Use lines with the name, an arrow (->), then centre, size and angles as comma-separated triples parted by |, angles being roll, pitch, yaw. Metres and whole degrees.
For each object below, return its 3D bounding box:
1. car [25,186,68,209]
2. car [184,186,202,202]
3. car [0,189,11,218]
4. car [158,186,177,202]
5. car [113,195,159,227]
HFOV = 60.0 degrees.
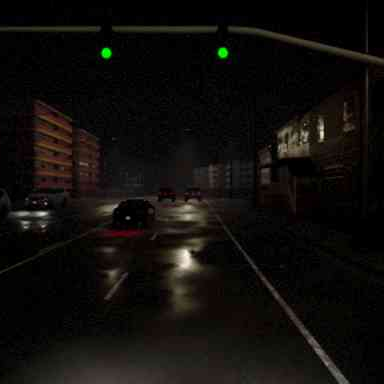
car -> -13.892, 0.506, 32.114 | 2.150, 2.045, 5.566 | 0, 2, 0
car -> 0.151, 0.272, 44.633 | 2.150, 2.045, 5.566 | 0, 1, 0
car -> -13.948, 0.839, 21.379 | 2.150, 2.045, 5.566 | 0, 2, 0
car -> -3.343, 0.270, 44.966 | 2.150, 2.045, 5.566 | 0, 1, 0
car -> -3.334, 1.143, 19.852 | 1.882, 1.535, 5.008 | 0, 2, 0
